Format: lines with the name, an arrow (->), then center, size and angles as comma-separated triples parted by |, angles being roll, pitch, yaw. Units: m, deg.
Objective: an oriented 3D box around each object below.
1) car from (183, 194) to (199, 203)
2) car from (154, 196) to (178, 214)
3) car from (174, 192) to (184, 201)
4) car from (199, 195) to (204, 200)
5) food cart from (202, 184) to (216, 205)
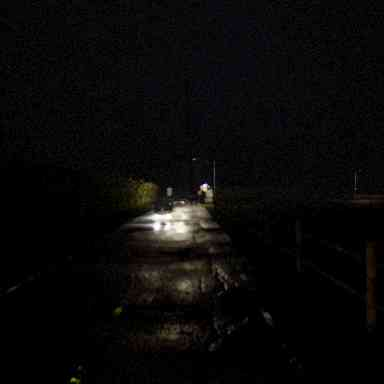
car -> -0.152, 1.370, 67.884 | 2.128, 1.511, 4.902 | 0, 0, 0
car -> -2.925, 1.450, 35.320 | 2.128, 1.511, 4.902 | 0, 0, 0
car -> -2.922, 0.975, 76.855 | 2.150, 2.045, 5.566 | 0, 0, 0
car -> 1.112, 1.337, 83.833 | 1.882, 1.535, 5.008 | 1, 1, 37
food cart -> 3.017, 0.380, 59.841 | 2.280, 3.560, 4.660 | 1, 1, 0
